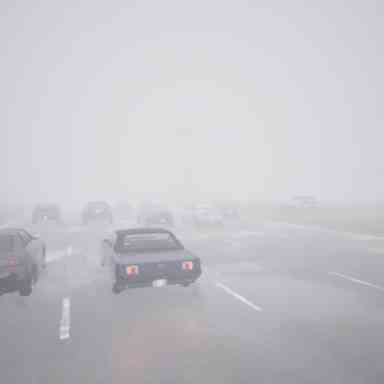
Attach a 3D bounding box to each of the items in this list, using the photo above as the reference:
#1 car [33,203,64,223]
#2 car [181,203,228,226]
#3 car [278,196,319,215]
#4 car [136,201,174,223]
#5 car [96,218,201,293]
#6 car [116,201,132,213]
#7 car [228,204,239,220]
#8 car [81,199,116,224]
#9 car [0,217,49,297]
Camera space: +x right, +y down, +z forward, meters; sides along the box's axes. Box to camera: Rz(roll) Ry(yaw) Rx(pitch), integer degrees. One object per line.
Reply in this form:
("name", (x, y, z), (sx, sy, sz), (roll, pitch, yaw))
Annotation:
("car", (-11.132, 1.584, 25.712), (1.837, 1.490, 4.892), (0, 0, -20))
("car", (0.609, 1.606, 24.092), (1.812, 1.442, 4.674), (0, 0, -20))
("car", (10.586, 1.328, 32.757), (3.866, 1.878, 1.905), (0, 0, -20))
("car", (-2.543, 1.599, 22.492), (1.812, 1.442, 4.674), (0, 0, -20))
("car", (-1.430, 1.631, 9.087), (1.895, 1.301, 4.718), (0, 0, -20))
("car", (-8.121, 1.686, 38.009), (1.994, 1.385, 4.181), (0, 0, -20))
("car", (2.467, 1.662, 29.265), (1.994, 1.385, 4.181), (0, 0, -20))
("car", (-7.388, 1.433, 25.639), (2.097, 1.767, 4.553), (0, 0, -20))
("car", (-4.919, 1.590, 8.446), (1.994, 1.385, 4.181), (0, 0, -20))
